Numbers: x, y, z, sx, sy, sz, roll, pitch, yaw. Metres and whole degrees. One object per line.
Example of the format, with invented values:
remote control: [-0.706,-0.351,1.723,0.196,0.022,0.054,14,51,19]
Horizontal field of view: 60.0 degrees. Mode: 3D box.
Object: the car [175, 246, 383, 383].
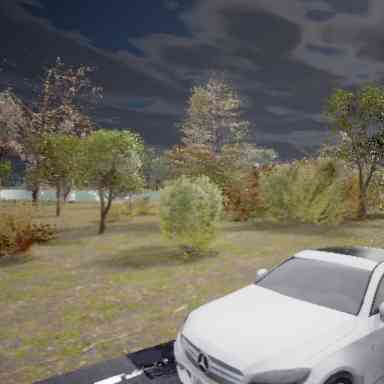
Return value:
car: [1.993,1.526,4.451,4.674,1.442,1.812,0,0,-35]
